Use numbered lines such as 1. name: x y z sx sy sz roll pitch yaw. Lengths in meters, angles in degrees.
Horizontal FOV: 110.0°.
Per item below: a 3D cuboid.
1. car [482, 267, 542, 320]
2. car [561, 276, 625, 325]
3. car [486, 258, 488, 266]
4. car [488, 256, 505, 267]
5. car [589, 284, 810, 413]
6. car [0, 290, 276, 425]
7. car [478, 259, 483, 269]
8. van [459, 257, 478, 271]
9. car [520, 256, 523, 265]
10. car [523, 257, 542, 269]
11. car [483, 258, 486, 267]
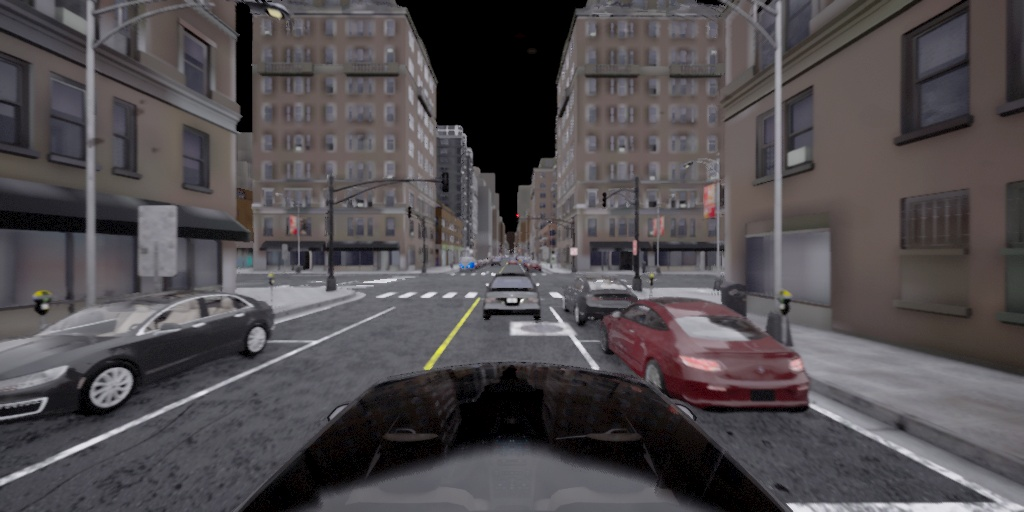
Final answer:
1. car: 0.017 1.285 12.530 2.033 1.411 5.357 0 0 1
2. car: 2.656 1.289 11.476 2.007 1.370 4.403 0 0 0
3. car: -5.723 1.264 63.154 1.802 1.307 4.207 0 0 0
4. car: -2.873 1.227 65.322 2.033 1.411 5.357 0 0 1
5. car: 2.664 1.327 5.882 1.802 1.307 4.207 0 0 0
6. car: -5.862 1.295 5.865 2.007 1.370 4.403 0 0 0
7. car: -5.757 1.135 51.818 1.967 1.591 4.097 0 0 0
8. van: -5.774 1.041 46.149 1.690 1.789 3.998 0 0 0
9. car: 2.786 1.129 57.464 1.967 1.591 4.097 0 0 0
10. car: 2.751 1.141 46.126 1.967 1.591 4.097 0 0 0
11. car: -5.740 1.254 57.486 1.948 1.339 4.313 0 0 0
